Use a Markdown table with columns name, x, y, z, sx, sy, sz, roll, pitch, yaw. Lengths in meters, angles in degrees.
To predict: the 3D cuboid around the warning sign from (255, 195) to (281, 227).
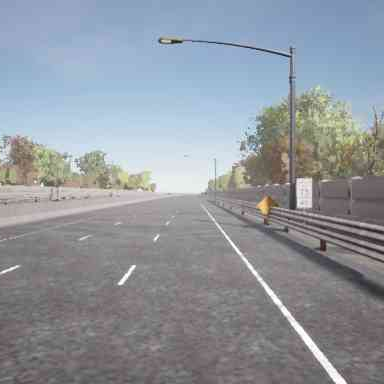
| name | x | y | z | sx | sy | sz | roll | pitch | yaw |
| --- | --- | --- | --- | --- | --- | --- | --- | --- | --- |
| warning sign | 4.543 | 1.119 | 20.000 | 1.300 | 1.860 | 1.060 | 0 | 0 | 0 |
